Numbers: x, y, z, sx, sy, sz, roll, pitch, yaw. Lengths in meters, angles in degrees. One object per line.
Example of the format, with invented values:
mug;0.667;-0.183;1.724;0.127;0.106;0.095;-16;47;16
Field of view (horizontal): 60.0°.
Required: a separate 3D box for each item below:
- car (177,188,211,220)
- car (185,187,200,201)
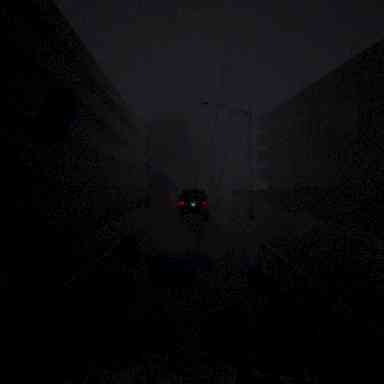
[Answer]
car;0.086;0.826;24.034;2.150;2.045;5.566;0;2;0
car;0.081;0.263;42.894;1.882;1.535;5.008;0;3;0
